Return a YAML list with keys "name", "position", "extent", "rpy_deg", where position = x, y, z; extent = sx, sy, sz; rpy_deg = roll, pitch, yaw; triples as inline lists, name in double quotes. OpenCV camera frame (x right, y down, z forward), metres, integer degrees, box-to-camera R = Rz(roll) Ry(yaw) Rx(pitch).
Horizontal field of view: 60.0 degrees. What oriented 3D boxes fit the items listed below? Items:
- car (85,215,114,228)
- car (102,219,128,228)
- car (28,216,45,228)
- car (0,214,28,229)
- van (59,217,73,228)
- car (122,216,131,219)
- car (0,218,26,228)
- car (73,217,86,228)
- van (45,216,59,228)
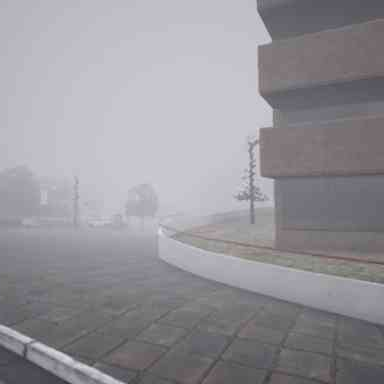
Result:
- name: "car"
  position: [-18.877, 6.414, 69.036]
  extent: [5.566, 2.045, 2.435]
  rpy_deg: [0, -6, 5]
- name: "car"
  position: [-14.826, 6.501, 65.310]
  extent: [1.895, 1.301, 4.718]
  rpy_deg: [-1, -6, 25]
- name: "car"
  position: [-26.731, 4.948, 52.691]
  extent: [5.366, 1.575, 1.946]
  rpy_deg: [0, -6, 5]
- name: "car"
  position: [-25.031, 3.840, 43.563]
  extent: [2.150, 2.045, 5.566]
  rpy_deg: [-1, -6, 25]
- name: "van"
  position: [-23.862, 5.298, 58.143]
  extent: [4.442, 1.987, 1.878]
  rpy_deg: [0, -6, 5]
- name: "car"
  position: [-18.908, 8.216, 90.736]
  extent: [2.163, 1.488, 4.792]
  rpy_deg: [0, 1, 10]
- name: "car"
  position: [-27.832, 4.705, 49.948]
  extent: [4.674, 1.452, 2.002]
  rpy_deg: [0, -6, 5]
- name: "car"
  position: [-22.691, 5.809, 60.844]
  extent: [4.892, 1.521, 2.231]
  rpy_deg: [0, -6, 5]
- name: "van"
  position: [-25.144, 5.012, 55.414]
  extent: [4.442, 1.987, 1.878]
  rpy_deg: [0, -6, 5]
